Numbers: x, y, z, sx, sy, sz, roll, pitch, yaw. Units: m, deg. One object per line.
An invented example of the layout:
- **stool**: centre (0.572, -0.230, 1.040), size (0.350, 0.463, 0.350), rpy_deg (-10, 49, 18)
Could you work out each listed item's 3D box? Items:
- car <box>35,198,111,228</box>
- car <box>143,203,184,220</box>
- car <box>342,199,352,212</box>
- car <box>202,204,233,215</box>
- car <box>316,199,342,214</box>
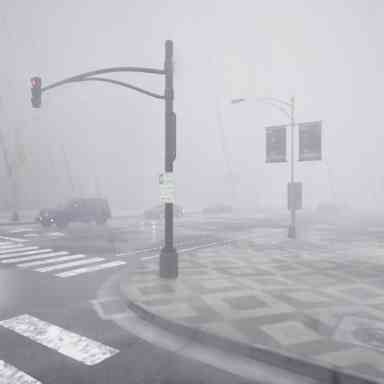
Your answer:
- **car**: centre (-8.503, 1.461, 24.458), size (2.150, 2.045, 5.566), rpy_deg (0, -1, 35)
- **car**: centre (-2.729, 1.890, 32.625), size (1.837, 1.490, 4.892), rpy_deg (0, -1, 36)
- **car**: centre (24.588, 2.382, 54.072), size (2.128, 1.511, 4.902), rpy_deg (0, -1, 35)
- **car**: centre (3.199, 2.135, 41.007), size (1.895, 1.301, 4.718), rpy_deg (0, -1, 35)
- **car**: centre (18.623, 2.087, 45.620), size (2.097, 1.767, 4.553), rpy_deg (0, -1, 35)
